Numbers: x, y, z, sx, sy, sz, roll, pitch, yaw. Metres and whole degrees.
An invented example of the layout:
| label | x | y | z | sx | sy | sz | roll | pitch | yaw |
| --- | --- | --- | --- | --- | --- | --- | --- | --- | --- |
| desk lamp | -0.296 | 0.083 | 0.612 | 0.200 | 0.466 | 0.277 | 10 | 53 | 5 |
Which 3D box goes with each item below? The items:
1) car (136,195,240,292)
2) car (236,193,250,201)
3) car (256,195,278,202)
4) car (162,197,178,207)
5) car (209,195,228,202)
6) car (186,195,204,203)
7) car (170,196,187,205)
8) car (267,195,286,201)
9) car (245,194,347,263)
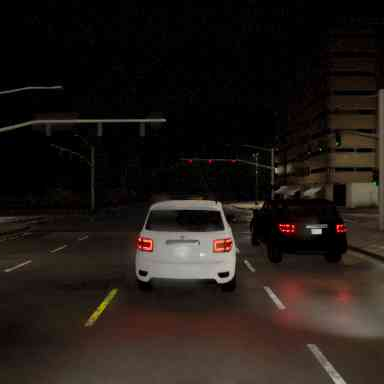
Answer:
| label | x | y | z | sx | sy | sz | roll | pitch | yaw |
| --- | --- | --- | --- | --- | --- | --- | --- | --- | --- |
| car | 0.016 | 1.221 | 9.154 | 2.150 | 2.045 | 5.566 | 0 | 0 | 4 |
| car | 13.073 | 1.225 | 80.741 | 5.566 | 2.045 | 2.150 | 0 | 0 | -41 |
| car | 18.202 | 1.540 | 80.233 | 5.357 | 1.411 | 2.033 | 0 | 0 | -34 |
| car | -3.363 | 1.505 | 51.610 | 1.837 | 1.490 | 4.892 | 0 | 0 | 3 |
| car | 6.380 | 1.525 | 79.003 | 2.128 | 1.511 | 4.902 | 0 | 0 | 38 |
| car | 0.662 | 1.478 | 70.373 | 1.882 | 1.535 | 5.008 | 0 | 0 | 23 |
| car | -2.426 | 1.505 | 60.847 | 1.837 | 1.490 | 4.892 | 0 | 0 | 13 |
| car | 21.840 | 1.524 | 86.259 | 4.674 | 1.442 | 1.812 | 0 | 0 | -22 |
| car | 3.577 | 1.221 | 12.180 | 2.150 | 2.045 | 5.566 | 0 | 0 | 0 |
